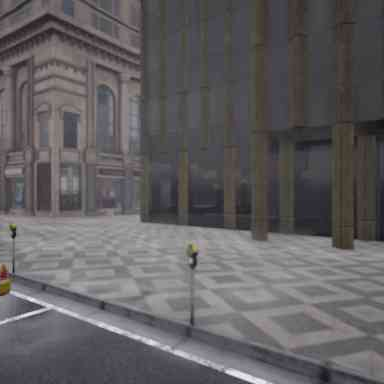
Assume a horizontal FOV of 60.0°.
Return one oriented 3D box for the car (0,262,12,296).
[{"bbox_3d":[-5.670,1.477,7.032,4.829,1.417,1.752,0,0,36],"label":"car"}]
